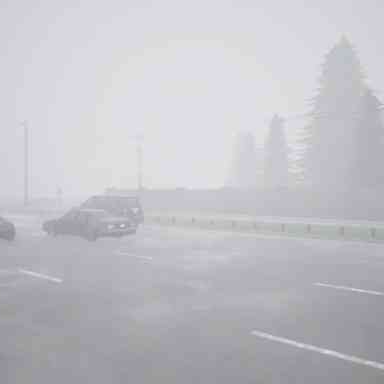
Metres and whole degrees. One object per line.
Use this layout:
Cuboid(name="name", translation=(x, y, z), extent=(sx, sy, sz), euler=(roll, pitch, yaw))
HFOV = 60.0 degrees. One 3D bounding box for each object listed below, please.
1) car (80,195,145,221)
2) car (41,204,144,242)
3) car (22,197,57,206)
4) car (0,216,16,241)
Cuboid(name="car", translation=(-5.448, 1.213, 20.778), extent=(5.566, 2.045, 2.150), euler=(0, 0, 36))
Cuboid(name="car", translation=(-5.126, 1.540, 16.249), extent=(5.357, 1.411, 2.033), euler=(0, 0, 36))
Cuboid(name="car", translation=(-23.289, 1.480, 50.855), extent=(4.892, 1.490, 1.837), euler=(0, 0, -21))
Cuboid(name="car", translation=(-10.040, 1.555, 15.454), extent=(4.181, 1.385, 1.994), euler=(0, 0, 36))
